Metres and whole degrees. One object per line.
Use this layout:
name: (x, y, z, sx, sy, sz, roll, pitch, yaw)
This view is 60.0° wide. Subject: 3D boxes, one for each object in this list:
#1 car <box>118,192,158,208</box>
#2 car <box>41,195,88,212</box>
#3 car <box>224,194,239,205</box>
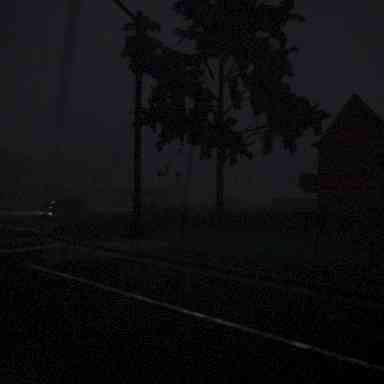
car: (-6.765, 0.955, 42.456, 2.150, 2.045, 5.566, 1, 0, 36)
car: (-12.932, 1.040, 33.918, 2.097, 1.767, 4.553, 1, 0, 36)
car: (5.924, 1.207, 53.987, 2.097, 1.767, 4.553, 1, 0, 33)
